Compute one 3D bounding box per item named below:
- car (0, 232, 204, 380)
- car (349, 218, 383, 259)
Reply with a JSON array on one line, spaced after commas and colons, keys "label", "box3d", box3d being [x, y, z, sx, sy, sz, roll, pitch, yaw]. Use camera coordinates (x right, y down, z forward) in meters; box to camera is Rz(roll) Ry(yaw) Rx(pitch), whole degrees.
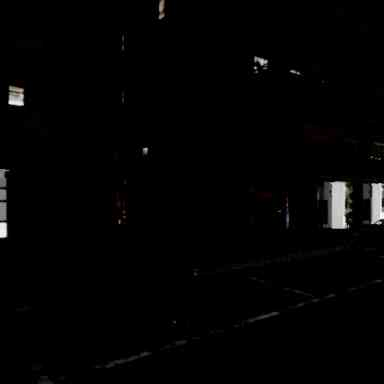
[{"label": "car", "box3d": [-1.874, 1.445, 5.224, 4.097, 1.590, 1.967, 0, 0, -36]}, {"label": "car", "box3d": [7.319, 1.597, 11.788, 4.403, 1.369, 2.008, 0, 0, -36]}]
